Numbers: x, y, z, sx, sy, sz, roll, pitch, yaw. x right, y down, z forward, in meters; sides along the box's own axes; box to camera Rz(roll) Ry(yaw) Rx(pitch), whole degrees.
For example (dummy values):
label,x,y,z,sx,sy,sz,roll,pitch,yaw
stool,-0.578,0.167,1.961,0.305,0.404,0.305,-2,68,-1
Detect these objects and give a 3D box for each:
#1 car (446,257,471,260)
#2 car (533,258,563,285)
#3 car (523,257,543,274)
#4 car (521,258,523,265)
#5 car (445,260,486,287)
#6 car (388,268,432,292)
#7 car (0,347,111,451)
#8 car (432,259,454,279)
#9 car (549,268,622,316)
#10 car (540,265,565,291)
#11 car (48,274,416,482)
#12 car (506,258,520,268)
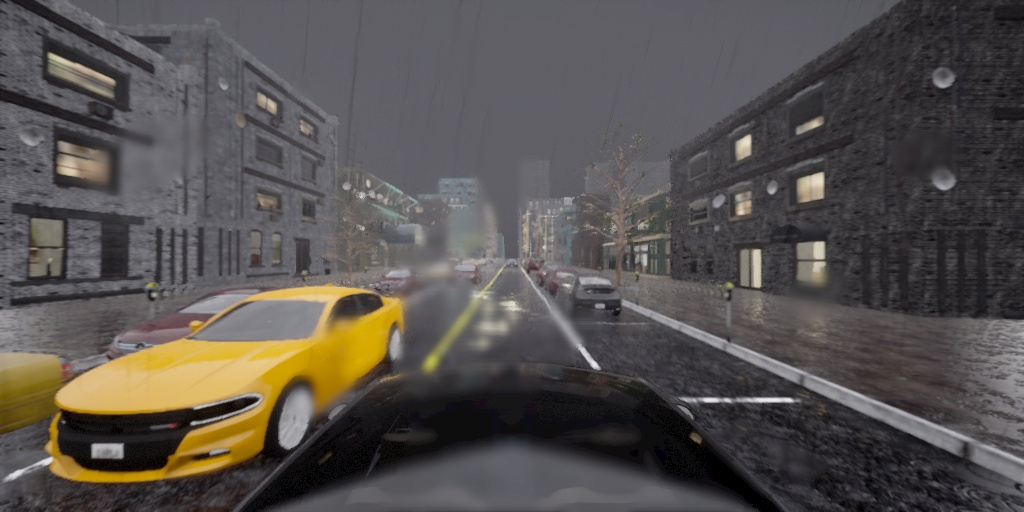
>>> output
label,x,y,z,sx,sy,sz,roll,pitch,yaw
car,-5.701,1.015,35.229,2.192,1.841,5.009,0,0,0
car,2.683,1.156,24.164,1.967,1.591,4.097,0,0,0
car,2.678,1.008,40.763,2.192,1.841,5.009,0,0,0
car,2.673,1.245,51.829,1.948,1.339,4.313,0,0,0
car,-3.082,1.241,24.514,1.812,1.442,4.674,0,0,0
car,-5.696,1.306,18.630,1.802,1.307,4.207,0,0,0
car,-5.689,1.275,1.860,1.751,1.417,4.829,0,0,0
car,-5.699,1.233,29.525,1.751,1.417,4.829,0,0,0
car,2.687,1.283,13.097,2.007,1.370,4.403,0,0,0
car,2.685,1.307,18.631,1.802,1.307,4.207,0,0,0
car,-3.091,1.222,5.253,1.882,1.535,5.008,0,0,0
car,-0.020,1.272,59.145,1.895,1.301,4.718,0,0,0
